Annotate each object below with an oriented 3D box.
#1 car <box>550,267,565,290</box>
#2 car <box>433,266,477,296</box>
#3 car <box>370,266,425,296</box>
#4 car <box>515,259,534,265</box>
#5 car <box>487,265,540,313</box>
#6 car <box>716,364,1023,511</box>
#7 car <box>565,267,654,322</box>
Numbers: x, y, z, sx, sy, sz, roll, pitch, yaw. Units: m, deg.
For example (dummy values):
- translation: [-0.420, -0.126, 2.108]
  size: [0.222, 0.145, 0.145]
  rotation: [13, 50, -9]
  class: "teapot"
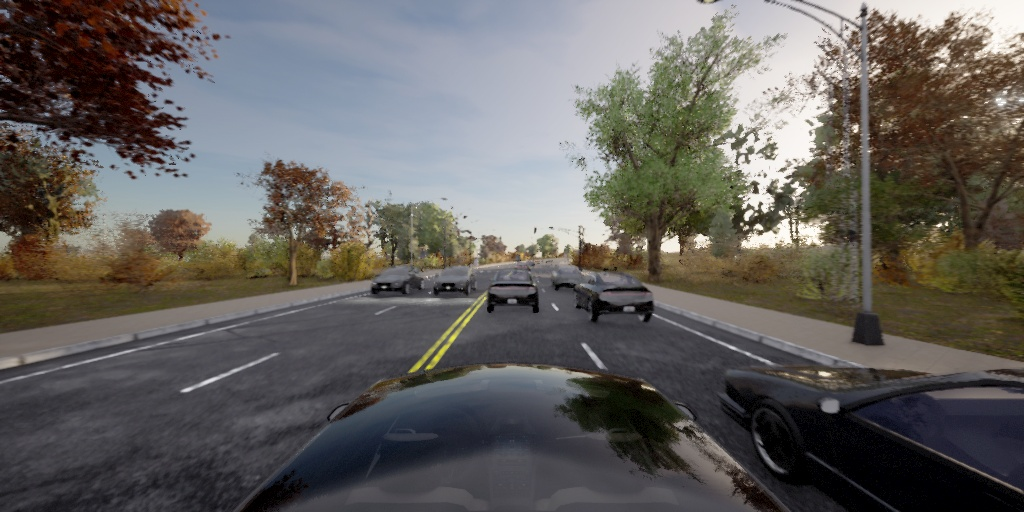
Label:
- translation: [3.590, 1.427, 23.446]
  size: [1.994, 1.385, 4.181]
  rotation: [0, 0, 2]
  class: "car"
- translation: [-3.088, 1.347, 20.137]
  size: [1.837, 1.490, 4.892]
  rotation: [0, -1, 2]
  class: "car"
- translation: [-6.334, 1.344, 20.355]
  size: [1.837, 1.490, 4.892]
  rotation: [0, -1, 2]
  class: "car"
- translation: [1.198, 1.436, 42.249]
  size: [2.128, 1.511, 4.902]
  rotation: [0, 0, 4]
  class: "car"
- translation: [0.083, 1.309, 14.427]
  size: [2.128, 1.511, 4.902]
  rotation: [0, 0, 2]
  class: "car"
- translation: [3.243, 1.301, 1.601]
  size: [2.033, 1.411, 5.357]
  rotation: [0, 0, 0]
  class: "car"
- translation: [3.332, 1.303, 12.525]
  size: [2.128, 1.511, 4.902]
  rotation: [0, 0, 1]
  class: "car"
